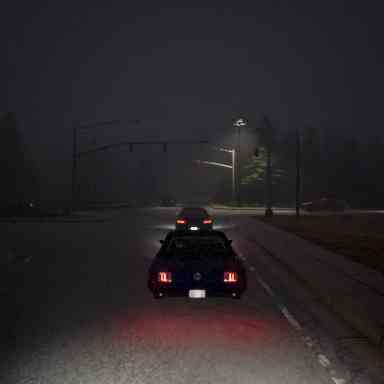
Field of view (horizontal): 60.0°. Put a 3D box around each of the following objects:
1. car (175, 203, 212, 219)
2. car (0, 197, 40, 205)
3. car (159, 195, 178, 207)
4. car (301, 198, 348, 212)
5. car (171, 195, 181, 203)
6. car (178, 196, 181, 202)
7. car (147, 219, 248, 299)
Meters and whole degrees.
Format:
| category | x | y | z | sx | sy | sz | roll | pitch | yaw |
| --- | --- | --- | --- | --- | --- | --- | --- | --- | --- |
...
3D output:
| category | x | y | z | sx | sy | sz | roll | pitch | yaw |
| --- | --- | --- | --- | --- | --- | --- | --- | --- | --- |
| car | 0.104 | 1.511 | 17.439 | 1.812 | 1.442 | 4.674 | 0 | 0 | 0 |
| car | -18.332 | 1.363 | 35.076 | 4.553 | 1.767 | 2.097 | 0 | 0 | 1 |
| car | -3.587 | 1.319 | 49.100 | 2.097 | 1.767 | 4.553 | 0 | 0 | 0 |
| car | 15.162 | 1.473 | 38.165 | 5.008 | 1.535 | 1.882 | 0 | 0 | 1 |
| car | -3.450 | 1.477 | 71.308 | 1.812 | 1.442 | 4.674 | 0 | 0 | 1 |
| car | -3.553 | 1.524 | 60.980 | 1.994 | 1.385 | 4.181 | 0 | 0 | 1 |
| car | 0.101 | 1.596 | 8.384 | 1.895 | 1.301 | 4.718 | 0 | 0 | 0 |
